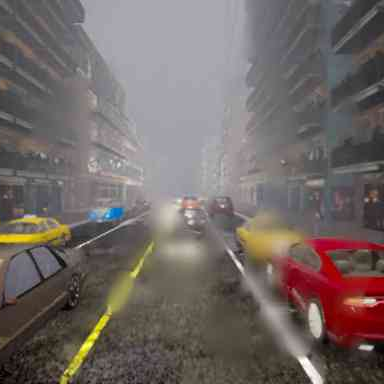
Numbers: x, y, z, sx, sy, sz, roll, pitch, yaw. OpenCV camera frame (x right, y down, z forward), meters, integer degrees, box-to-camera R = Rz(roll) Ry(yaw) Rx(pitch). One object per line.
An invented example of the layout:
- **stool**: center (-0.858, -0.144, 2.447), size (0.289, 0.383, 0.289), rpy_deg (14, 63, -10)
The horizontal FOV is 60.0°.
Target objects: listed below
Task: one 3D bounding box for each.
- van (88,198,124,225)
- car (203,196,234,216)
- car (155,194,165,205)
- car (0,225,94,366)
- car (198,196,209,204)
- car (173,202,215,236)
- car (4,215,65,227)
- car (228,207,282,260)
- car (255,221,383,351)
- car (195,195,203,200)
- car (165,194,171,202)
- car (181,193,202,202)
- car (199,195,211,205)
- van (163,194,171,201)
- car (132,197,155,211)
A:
- **van**: center (-5.890, 1.318, 23.171), size (1.690, 1.788, 3.998), rpy_deg (0, 0, -1)
- **car**: center (2.439, 1.253, 28.885), size (2.192, 1.841, 5.009), rpy_deg (0, 0, -1)
- **car**: center (-6.197, 1.487, 56.972), size (1.752, 1.417, 4.829), rpy_deg (-1, 0, -1)
- **car**: center (-3.128, 1.546, 5.028), size (2.033, 1.411, 5.357), rpy_deg (0, 0, 0)
- **car**: center (2.130, 1.496, 62.852), size (1.947, 1.339, 4.313), rpy_deg (-1, 0, -1)
- **car**: center (-0.063, 1.507, 18.298), size (2.033, 1.411, 5.357), rpy_deg (0, 0, 0)
- **car**: center (-5.783, 1.520, 11.678), size (1.752, 1.417, 4.829), rpy_deg (0, 0, -1)
- **car**: center (2.594, 1.485, 12.072), size (1.752, 1.417, 4.829), rpy_deg (0, 0, -1)
- **car**: center (2.648, 1.517, 6.244), size (1.887, 1.381, 4.507), rpy_deg (0, 0, -1)
- **car**: center (1.871, 1.513, 91.161), size (1.887, 1.381, 4.507), rpy_deg (-1, 0, -1)
- **car**: center (-6.354, 1.556, 74.126), size (1.802, 1.307, 4.206), rpy_deg (-1, 0, -1)
- **car**: center (-0.250, 1.292, 39.274), size (2.097, 1.767, 4.553), rpy_deg (0, 0, 0)
- **car**: center (2.181, 1.367, 57.193), size (1.967, 1.590, 4.097), rpy_deg (-1, 0, -1)
- **van**: center (-6.460, 1.333, 85.450), size (1.690, 1.788, 3.998), rpy_deg (-1, 0, -1)
- **car**: center (-6.044, 1.404, 40.156), size (1.967, 1.590, 4.097), rpy_deg (0, 0, -1)
